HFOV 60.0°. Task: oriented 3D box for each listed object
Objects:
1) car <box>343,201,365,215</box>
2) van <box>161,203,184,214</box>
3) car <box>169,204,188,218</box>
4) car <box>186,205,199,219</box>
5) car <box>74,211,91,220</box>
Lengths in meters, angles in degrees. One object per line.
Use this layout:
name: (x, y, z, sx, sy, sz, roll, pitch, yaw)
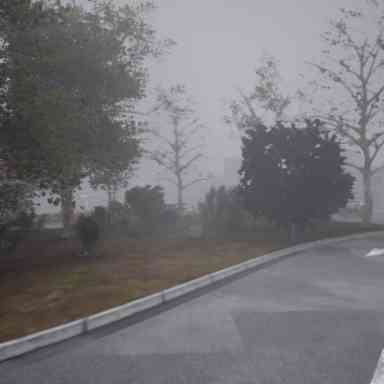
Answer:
car: (20.216, 1.900, 40.948, 2.185, 1.767, 4.553, -3, -2, 39)
van: (-2.003, 2.512, 43.227, 1.878, 1.987, 4.442, -4, -3, 39)
car: (-0.011, 2.595, 41.234, 1.946, 1.575, 5.366, -4, -3, 39)
car: (2.060, 2.470, 39.567, 1.946, 1.575, 5.366, -3, -2, 39)
car: (-18.222, 4.015, 56.160, 2.002, 1.452, 4.674, -5, -3, 39)
